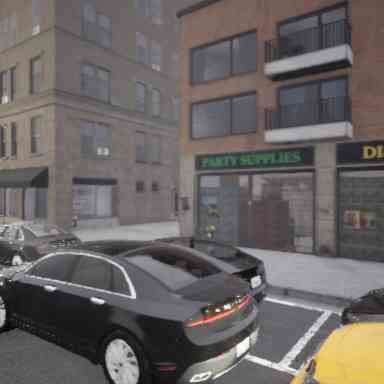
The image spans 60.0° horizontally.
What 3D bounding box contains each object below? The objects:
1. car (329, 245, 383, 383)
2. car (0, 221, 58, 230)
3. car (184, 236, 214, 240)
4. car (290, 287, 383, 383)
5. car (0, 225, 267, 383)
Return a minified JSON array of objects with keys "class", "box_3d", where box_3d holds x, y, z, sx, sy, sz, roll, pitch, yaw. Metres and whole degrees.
[{"class":"car","box_3d":[4.018,1.580,3.654,4.313,1.339,1.947,0,0,36]},{"class":"car","box_3d":[-5.195,1.575,10.262,4.403,1.369,2.008,0,0,36]},{"class":"car","box_3d":[-0.589,1.585,6.957,4.313,1.339,1.947,0,0,36]},{"class":"car","box_3d":[3.334,1.464,1.830,5.366,1.575,1.801,0,0,36]},{"class":"car","box_3d":[-1.388,1.518,5.214,4.892,1.490,1.837,0,0,36]}]
